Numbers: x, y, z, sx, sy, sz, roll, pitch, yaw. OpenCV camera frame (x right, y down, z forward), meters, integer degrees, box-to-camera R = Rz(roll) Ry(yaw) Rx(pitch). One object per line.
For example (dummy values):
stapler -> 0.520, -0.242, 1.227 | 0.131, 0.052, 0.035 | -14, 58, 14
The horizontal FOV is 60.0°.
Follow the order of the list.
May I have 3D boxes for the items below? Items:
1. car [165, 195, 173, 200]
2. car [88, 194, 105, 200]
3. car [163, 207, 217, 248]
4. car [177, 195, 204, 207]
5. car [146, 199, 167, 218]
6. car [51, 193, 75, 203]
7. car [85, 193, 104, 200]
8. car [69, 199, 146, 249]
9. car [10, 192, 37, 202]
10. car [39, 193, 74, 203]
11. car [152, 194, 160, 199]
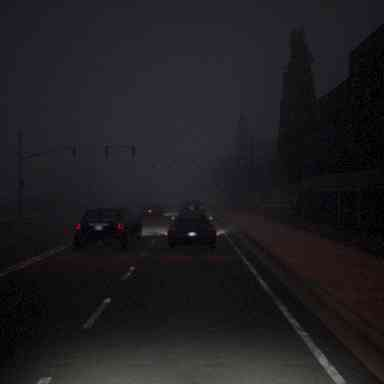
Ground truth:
car -> -6.385, 1.512, 91.975 | 1.994, 1.385, 4.181 | 0, 0, 2
car -> -24.919, 1.393, 86.796 | 3.806, 1.475, 1.970 | 0, 0, 0
car -> 0.000, 1.570, 14.650 | 1.994, 1.385, 4.181 | 0, 0, 0
car -> -0.018, 1.364, 29.664 | 2.097, 1.767, 4.553 | 0, 0, 0
car -> -3.518, 1.571, 29.665 | 1.994, 1.385, 4.181 | 0, 0, 0
car -> -24.909, 1.154, 64.277 | 3.866, 1.878, 1.905 | 0, 0, 0
car -> -24.932, 1.154, 83.901 | 3.866, 1.878, 1.905 | 0, 0, 0
car -> -3.500, 1.364, 14.620 | 2.097, 1.767, 4.553 | 0, 0, 0
car -> -42.453, 1.151, 83.893 | 4.605, 1.855, 1.932 | 0, 0, 0
car -> -24.966, 1.151, 61.383 | 4.605, 1.855, 1.932 | 0, 0, 0
car -> -9.884, 1.460, 92.067 | 1.837, 1.490, 4.892 | 0, 0, 2
